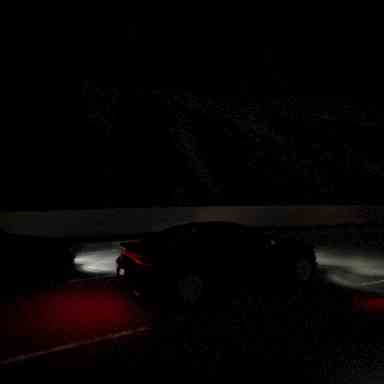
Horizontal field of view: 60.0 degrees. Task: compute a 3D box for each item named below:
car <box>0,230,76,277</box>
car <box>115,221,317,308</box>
[{"bbox_3d":[-5.836,1.478,8.321,5.357,1.411,2.033,0,0,-34],"label":"car"},{"bbox_3d":[0.763,1.430,7.832,5.008,1.535,1.882,0,0,-29],"label":"car"}]
